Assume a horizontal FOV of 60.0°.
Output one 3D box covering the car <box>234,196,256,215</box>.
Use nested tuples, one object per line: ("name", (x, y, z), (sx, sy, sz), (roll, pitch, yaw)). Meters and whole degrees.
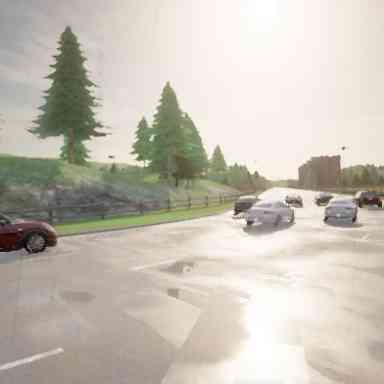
("car", (4.832, 1.108, 27.792), (1.837, 1.490, 4.892), (0, 1, 22))

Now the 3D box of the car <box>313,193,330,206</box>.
("car", (15.502, 0.811, 39.007), (1.812, 1.442, 4.674), (-1, 1, 15))

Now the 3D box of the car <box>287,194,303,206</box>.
("car", (12.119, 0.938, 39.784), (1.895, 1.301, 4.718), (-1, 1, 15))

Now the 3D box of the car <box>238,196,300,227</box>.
("car", (4.727, 1.219, 19.911), (1.812, 1.442, 4.674), (0, 1, 33))

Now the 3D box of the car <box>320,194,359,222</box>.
("car", (9.839, 1.104, 21.983), (1.812, 1.442, 4.674), (0, 1, 27))

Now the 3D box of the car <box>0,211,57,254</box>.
("car", (-7.280, 1.355, 11.761), (4.553, 1.767, 2.097), (-2, 1, -36))

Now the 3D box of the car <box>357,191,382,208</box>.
("car", (17.933, 0.645, 34.429), (2.097, 1.767, 4.553), (-1, 1, 15))
